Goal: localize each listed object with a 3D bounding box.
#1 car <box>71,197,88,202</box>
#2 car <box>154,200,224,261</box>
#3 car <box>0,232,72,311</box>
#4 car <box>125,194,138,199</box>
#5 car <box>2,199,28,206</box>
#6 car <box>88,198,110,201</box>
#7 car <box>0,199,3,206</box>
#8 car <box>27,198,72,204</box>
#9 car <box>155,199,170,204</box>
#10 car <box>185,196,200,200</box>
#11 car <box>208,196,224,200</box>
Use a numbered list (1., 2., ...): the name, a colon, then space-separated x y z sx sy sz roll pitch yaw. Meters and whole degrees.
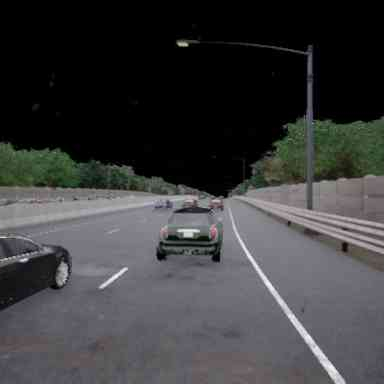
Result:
1. car: -17.054 1.596 53.113 1.994 1.385 4.181 0 0 6
2. car: 0.092 1.377 12.662 2.097 1.767 4.553 0 0 6
3. car: -4.051 1.500 6.336 1.837 1.490 4.892 0 0 6
4. car: -12.109 1.207 67.218 1.812 1.442 4.674 0 0 6
5. car: -18.662 1.565 37.267 1.994 1.385 4.181 0 0 6
6. car: -13.680 1.590 51.773 2.033 1.411 5.357 0 0 6
7. car: -21.964 1.540 39.280 2.033 1.411 5.357 0 0 6
8. car: -15.281 1.613 35.963 1.895 1.301 4.718 0 0 6
9. car: -3.779 1.618 44.729 2.033 1.411 5.357 0 0 6
10. car: -0.296 1.609 44.381 1.812 1.442 4.674 0 0 6
11. car: 3.187 1.622 44.038 1.812 1.442 4.674 0 0 6
